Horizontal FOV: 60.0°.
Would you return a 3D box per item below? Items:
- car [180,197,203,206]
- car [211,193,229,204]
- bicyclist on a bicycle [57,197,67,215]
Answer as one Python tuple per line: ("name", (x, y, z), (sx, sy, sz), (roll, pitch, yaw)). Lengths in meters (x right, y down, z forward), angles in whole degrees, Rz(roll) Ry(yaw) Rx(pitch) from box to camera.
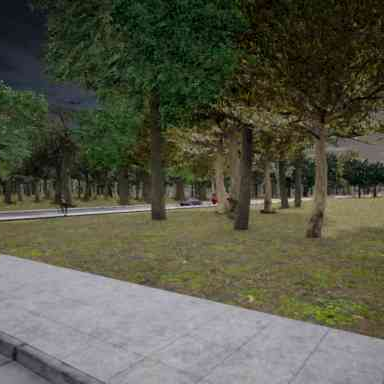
("car", (-0.038, 1.535, 51.913), (1.994, 1.385, 4.181), (0, 0, 36))
("car", (5.647, 1.191, 59.925), (2.150, 2.045, 5.566), (0, 0, 36))
("bicyclist on a bicycle", (-11.864, 1.292, 30.360), (1.656, 1.620, 0.582), (0, 0, 36))
